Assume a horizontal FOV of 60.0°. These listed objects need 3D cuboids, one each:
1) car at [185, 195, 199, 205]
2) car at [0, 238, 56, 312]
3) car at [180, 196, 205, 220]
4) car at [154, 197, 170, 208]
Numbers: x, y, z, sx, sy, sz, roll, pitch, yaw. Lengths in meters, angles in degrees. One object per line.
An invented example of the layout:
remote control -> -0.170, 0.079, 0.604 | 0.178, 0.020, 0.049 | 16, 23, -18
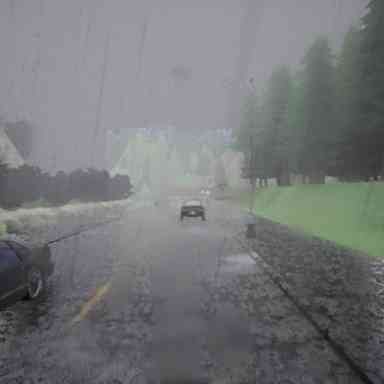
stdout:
car -> -0.004, 1.339, 54.919 | 2.128, 1.511, 4.902 | 0, 0, 0
car -> -4.106, 1.533, 5.501 | 2.033, 1.411, 5.357 | 0, 0, 0
car -> 0.051, 1.401, 27.368 | 1.882, 1.535, 5.008 | 0, 0, 0
car -> -4.140, 1.419, 46.837 | 2.033, 1.411, 5.357 | 0, 0, 1
